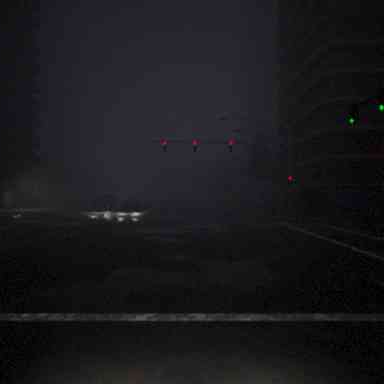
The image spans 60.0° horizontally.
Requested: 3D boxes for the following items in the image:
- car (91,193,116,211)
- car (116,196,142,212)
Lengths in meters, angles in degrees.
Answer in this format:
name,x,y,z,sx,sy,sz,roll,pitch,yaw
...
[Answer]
name,x,y,z,sx,sy,sz,roll,pitch,yaw
car,-10.481,1.183,40.267,2.150,2.045,5.566,0,0,0
car,-6.994,1.440,38.366,1.882,1.535,5.008,0,0,0
